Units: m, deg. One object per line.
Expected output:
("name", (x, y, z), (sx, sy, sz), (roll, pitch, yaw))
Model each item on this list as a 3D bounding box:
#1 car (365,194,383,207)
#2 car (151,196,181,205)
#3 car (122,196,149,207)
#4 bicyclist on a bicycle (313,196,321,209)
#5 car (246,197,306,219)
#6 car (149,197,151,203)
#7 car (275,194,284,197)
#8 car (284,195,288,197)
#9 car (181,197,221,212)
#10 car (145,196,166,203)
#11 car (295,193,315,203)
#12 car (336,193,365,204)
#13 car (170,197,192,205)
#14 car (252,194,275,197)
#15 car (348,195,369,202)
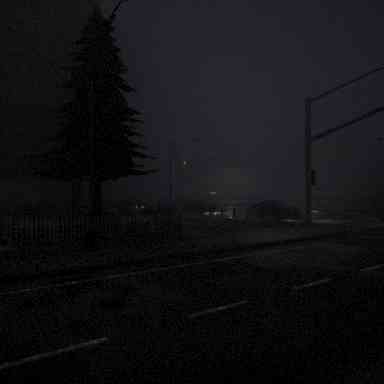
("car", (26.527, 1.158, 44.982), (1.932, 1.855, 4.605), (0, 0, -36))
("car", (-4.680, 1.495, 58.436), (2.128, 1.511, 4.902), (0, 0, -36))
("car", (-9.389, 1.550, 52.735), (2.033, 1.411, 5.357), (0, 0, -35))
("bicyclist on a bicycle", (15.930, 1.306, 42.300), (1.656, 1.620, 0.582), (0, 0, -36))
("car", (7.332, 1.480, 29.456), (1.882, 1.535, 5.008), (0, 0, -36))
("car", (-9.867, 1.567, 65.614), (1.994, 1.385, 4.181), (0, 0, -36))
("car", (19.209, 1.370, 79.724), (1.784, 1.438, 3.905), (0, 0, -36))
("car", (21.362, 1.160, 81.327), (1.932, 1.855, 4.605), (0, 0, -36))
("car", (0.969, 1.566, 38.289), (1.994, 1.385, 4.181), (0, 0, -36))
("car", (-7.537, 1.551, 68.215), (2.033, 1.411, 5.357), (0, 0, -36))
("car", (20.950, 1.401, 62.402), (1.970, 1.475, 3.806), (0, 0, -36))
("car", (34.640, 1.161, 72.307), (1.932, 1.855, 4.605), (0, 0, -36))
("car", (-2.088, 1.568, 60.748), (1.994, 1.385, 4.181), (0, 0, -35))
("car", (16.854, 1.402, 78.040), (1.970, 1.475, 3.806), (0, 0, -36))
("car", (37.033, 1.371, 73.940), (1.784, 1.438, 3.905), (0, 0, -36))
